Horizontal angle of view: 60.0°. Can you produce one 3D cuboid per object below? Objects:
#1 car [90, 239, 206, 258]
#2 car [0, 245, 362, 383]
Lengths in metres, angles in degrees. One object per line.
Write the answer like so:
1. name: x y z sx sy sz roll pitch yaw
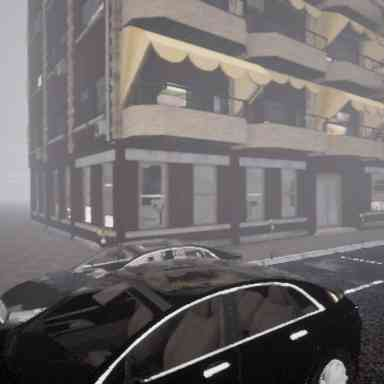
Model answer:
1. car: -0.915 1.568 5.930 4.403 1.369 2.008 0 -1 -36
2. car: -0.281 1.515 3.178 4.892 1.490 1.837 1 0 -35
